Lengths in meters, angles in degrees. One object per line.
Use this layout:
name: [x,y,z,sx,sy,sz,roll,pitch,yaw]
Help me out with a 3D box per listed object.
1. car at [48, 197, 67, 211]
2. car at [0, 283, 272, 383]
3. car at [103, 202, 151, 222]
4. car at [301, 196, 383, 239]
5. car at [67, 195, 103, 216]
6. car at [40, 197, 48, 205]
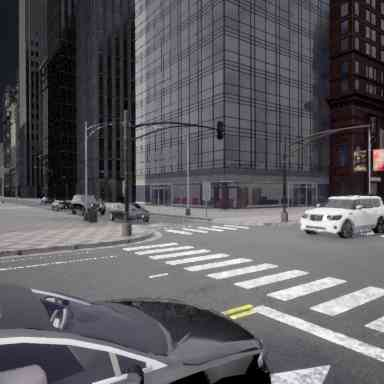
car: [-16.523,1.660,42.338,1.994,1.385,4.181,0,0,-36]
car: [-1.485,1.491,2.379,4.902,1.511,2.128,0,0,-36]
car: [-4.977,1.555,26.035,1.837,1.490,4.892,0,0,-35]
car: [8.161,1.224,17.603,5.566,2.045,2.150,0,0,-36]
car: [-10.724,1.294,34.139,2.150,2.045,5.566,0,0,-36]
car: [-27.602,1.652,63.486,1.837,1.490,4.892,0,0,-35]
